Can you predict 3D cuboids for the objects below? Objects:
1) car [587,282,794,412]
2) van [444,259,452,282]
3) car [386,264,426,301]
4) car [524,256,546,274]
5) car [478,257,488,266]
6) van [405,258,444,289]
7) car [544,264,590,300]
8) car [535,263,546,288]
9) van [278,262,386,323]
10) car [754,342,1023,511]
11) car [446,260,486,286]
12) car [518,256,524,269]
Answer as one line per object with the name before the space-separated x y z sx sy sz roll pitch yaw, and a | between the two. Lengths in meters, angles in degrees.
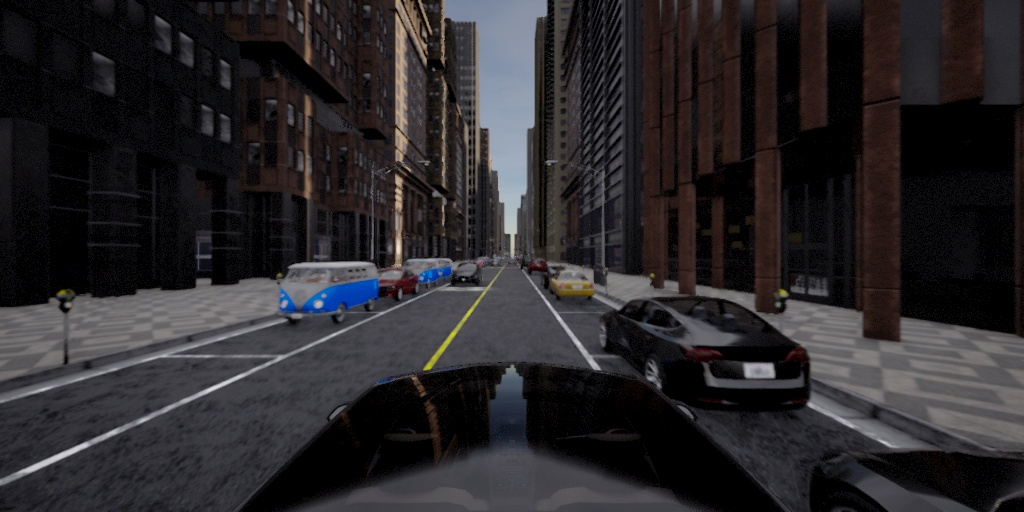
car | 2.764 1.314 6.088 1.948 1.339 4.313 0 0 0
van | -5.756 1.080 28.557 1.690 1.789 3.998 0 0 0
car | -5.758 1.288 17.320 1.888 1.381 4.507 0 0 0
car | 2.772 1.052 39.801 2.192 1.841 5.009 0 0 0
car | -5.748 1.287 62.266 1.888 1.381 4.507 0 0 0
van | -5.757 1.082 22.938 1.690 1.789 3.998 0 0 0
car | 2.767 1.268 17.496 1.751 1.417 4.829 0 0 0
car | 2.768 1.306 22.945 1.948 1.339 4.313 0 0 0
van | -5.760 1.086 11.702 1.690 1.789 3.998 0 0 0
car | 2.762 1.317 0.470 1.948 1.339 4.313 0 0 0
car | -3.091 1.245 25.246 1.837 1.490 4.892 0 0 0
car | 2.407 0.967 55.054 2.150 2.045 5.566 0 0 0
